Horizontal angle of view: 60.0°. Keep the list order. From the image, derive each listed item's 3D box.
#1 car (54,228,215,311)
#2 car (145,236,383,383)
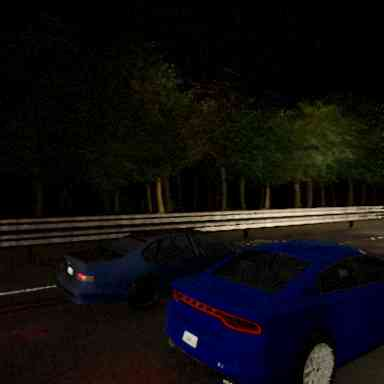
[{"bbox_3d":[-0.295,1.576,7.840,5.357,1.411,2.033,1,0,-36],"label":"car"},{"bbox_3d":[1.993,1.509,5.173,5.008,1.535,1.882,0,0,-36],"label":"car"}]
